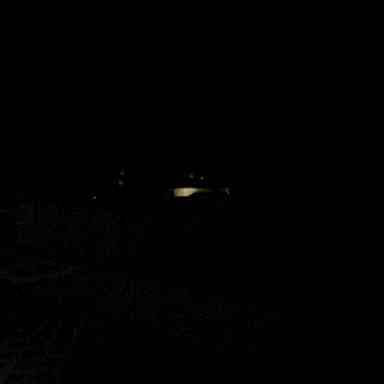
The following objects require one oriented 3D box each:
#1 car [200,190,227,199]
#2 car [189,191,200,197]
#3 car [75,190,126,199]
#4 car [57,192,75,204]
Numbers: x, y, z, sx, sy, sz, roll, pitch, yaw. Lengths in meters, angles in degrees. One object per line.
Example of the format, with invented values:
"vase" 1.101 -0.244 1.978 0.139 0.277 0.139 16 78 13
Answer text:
"car" 3.758 0.449 51.296 2.128 1.511 4.902 1 2 33
"car" 1.167 0.457 53.271 1.994 1.385 4.181 1 2 33
"car" -8.536 0.587 32.410 2.097 1.767 4.553 1 1 33
"car" -11.365 0.668 34.026 2.128 1.511 4.902 1 1 33
